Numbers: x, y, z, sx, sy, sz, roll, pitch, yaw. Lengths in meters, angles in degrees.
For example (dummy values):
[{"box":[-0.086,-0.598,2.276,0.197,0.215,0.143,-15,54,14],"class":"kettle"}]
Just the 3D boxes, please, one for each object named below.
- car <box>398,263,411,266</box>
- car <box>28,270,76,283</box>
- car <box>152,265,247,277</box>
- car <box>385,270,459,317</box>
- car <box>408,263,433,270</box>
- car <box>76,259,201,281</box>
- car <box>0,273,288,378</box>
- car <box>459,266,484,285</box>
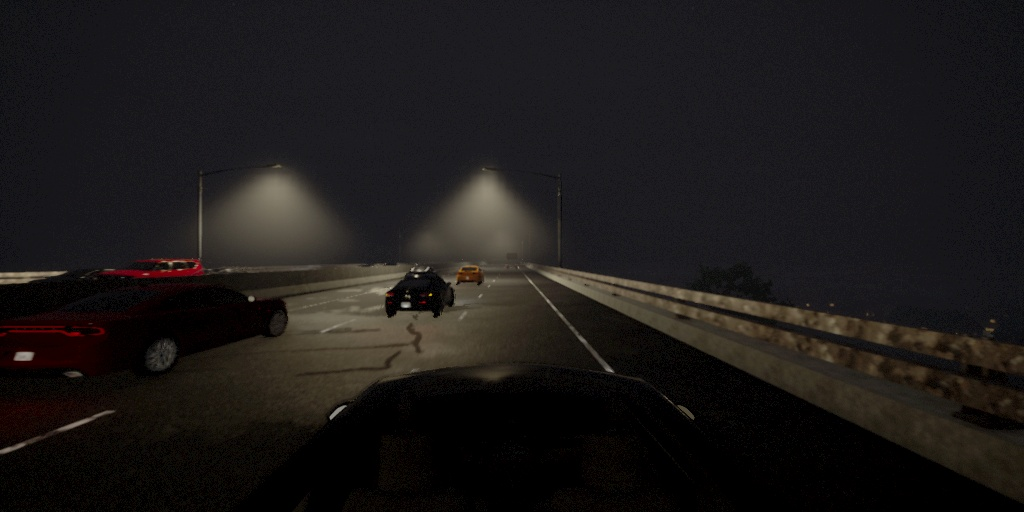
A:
[{"box":[-17.501,1.998,62.407,2.033,1.411,5.357,0,-1,0],"class":"car"},{"box":[-24.595,1.481,20.835,1.837,1.490,4.892,0,-1,0],"class":"car"},{"box":[-17.596,1.472,21.157,2.128,1.511,4.902,0,-1,0],"class":"car"},{"box":[-3.398,1.420,13.784,1.812,1.442,4.674,0,-1,0],"class":"car"},{"box":[-6.897,1.556,28.303,2.128,1.511,4.902,0,-1,0],"class":"car"},{"box":[-21.096,1.201,21.114,2.150,2.045,5.566,0,-1,0],"class":"car"},{"box":[-6.903,1.297,7.552,1.882,1.535,5.008,0,-1,0],"class":"car"},{"box":[-3.397,1.561,29.838,1.882,1.535,5.008,0,-1,0],"class":"car"}]
